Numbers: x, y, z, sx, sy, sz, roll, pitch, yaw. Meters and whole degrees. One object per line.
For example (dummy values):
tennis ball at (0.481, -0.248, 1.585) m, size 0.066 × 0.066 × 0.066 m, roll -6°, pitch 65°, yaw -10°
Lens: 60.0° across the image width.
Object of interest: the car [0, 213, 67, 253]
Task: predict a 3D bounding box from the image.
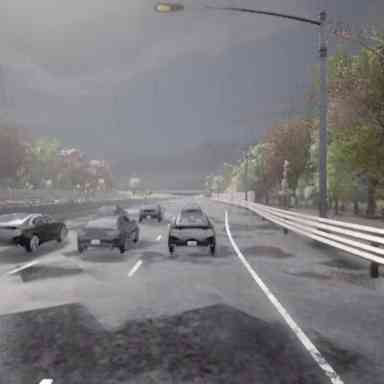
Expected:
car at (-6.993, 1.629, 14.289) m, size 2.128 × 1.511 × 4.902 m, roll 0°, pitch 0°, yaw 0°

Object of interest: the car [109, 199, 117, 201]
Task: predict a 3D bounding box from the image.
car at (-17.485, 2.294, 73.907) m, size 1.812 × 1.442 × 4.674 m, roll 0°, pitch -1°, yaw 0°

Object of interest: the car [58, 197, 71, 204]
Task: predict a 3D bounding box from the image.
car at (-27.985, 2.125, 73.941) m, size 2.097 × 1.767 × 4.553 m, roll 0°, pitch -1°, yaw 0°

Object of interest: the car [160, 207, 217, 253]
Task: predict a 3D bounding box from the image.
car at (0.007, 1.629, 14.283) m, size 2.128 × 1.511 × 4.902 m, roll 0°, pitch 0°, yaw 0°

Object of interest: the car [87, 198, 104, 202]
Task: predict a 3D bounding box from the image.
car at (-20.985, 2.125, 73.940) m, size 2.097 × 1.767 × 4.553 m, roll 0°, pitch -1°, yaw 0°

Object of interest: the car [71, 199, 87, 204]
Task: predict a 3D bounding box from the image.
car at (-24.485, 2.295, 73.909) m, size 2.128 × 1.511 × 4.902 m, roll 0°, pitch -1°, yaw 0°

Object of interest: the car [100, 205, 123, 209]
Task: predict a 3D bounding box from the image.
car at (-6.993, 1.831, 28.978) m, size 2.033 × 1.411 × 5.357 m, roll 0°, pitch -1°, yaw 0°

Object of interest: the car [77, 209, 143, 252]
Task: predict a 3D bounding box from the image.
car at (-3.492, 1.663, 14.372) m, size 1.812 × 1.442 × 4.674 m, roll 0°, pitch 0°, yaw 0°

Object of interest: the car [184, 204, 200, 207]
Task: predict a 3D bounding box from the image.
car at (0.010, 1.794, 29.284) m, size 1.837 × 1.490 × 4.892 m, roll 0°, pitch 0°, yaw 0°

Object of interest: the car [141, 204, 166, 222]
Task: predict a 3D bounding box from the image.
car at (-3.489, 1.794, 29.299) m, size 1.837 × 1.490 × 4.892 m, roll 0°, pitch 0°, yaw 0°
